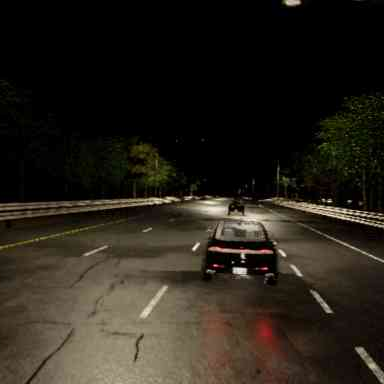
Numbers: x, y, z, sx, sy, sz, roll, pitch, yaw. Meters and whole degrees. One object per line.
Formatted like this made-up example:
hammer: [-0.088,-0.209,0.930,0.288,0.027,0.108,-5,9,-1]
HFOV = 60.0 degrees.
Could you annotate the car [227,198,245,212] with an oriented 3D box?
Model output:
car: [5.225,1.843,39.359,1.837,1.490,4.892,2,0,7]

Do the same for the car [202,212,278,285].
car: [1.398,1.580,9.890,2.128,1.511,4.902,2,0,7]
